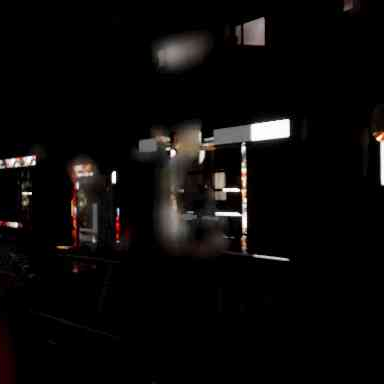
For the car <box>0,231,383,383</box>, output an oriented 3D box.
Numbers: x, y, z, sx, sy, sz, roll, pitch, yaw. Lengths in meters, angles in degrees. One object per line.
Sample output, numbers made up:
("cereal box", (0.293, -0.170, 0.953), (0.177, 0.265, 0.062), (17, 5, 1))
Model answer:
("car", (-0.339, 1.313, 3.131), (5.009, 1.841, 2.192), (0, -1, 35))
